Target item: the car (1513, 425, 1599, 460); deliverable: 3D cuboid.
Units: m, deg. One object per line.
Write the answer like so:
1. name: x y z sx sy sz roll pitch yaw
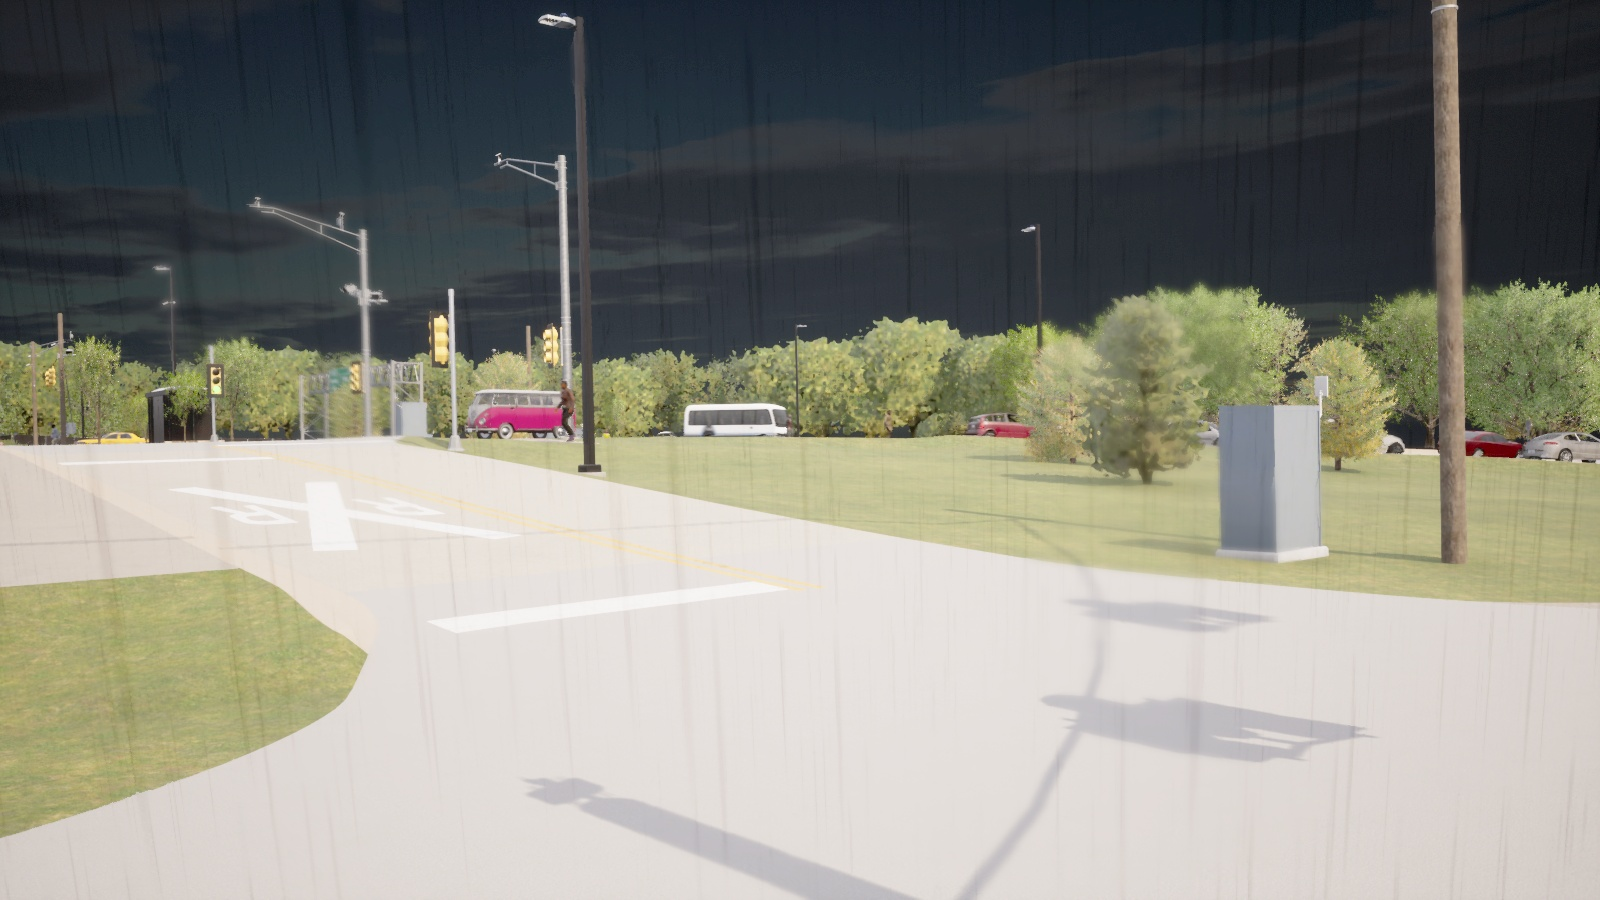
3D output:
1. car: 37.630 -0.357 61.044 5.027 1.651 2.152 0 0 -13

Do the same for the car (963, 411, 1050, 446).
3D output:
1. car: 9.928 -1.011 60.425 3.705 1.549 1.789 1 -2 -18

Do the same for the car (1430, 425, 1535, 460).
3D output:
1. car: 35.156 -0.379 64.718 5.008 1.535 1.882 1 7 -22

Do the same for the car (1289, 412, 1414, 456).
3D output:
1. car: 24.960 -0.737 56.901 4.611 1.667 2.242 3 2 -9

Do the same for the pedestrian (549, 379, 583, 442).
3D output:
1. pedestrian: -6.767 -1.142 36.350 0.869 1.805 0.328 -2 1 -40

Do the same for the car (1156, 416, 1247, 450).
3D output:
1. car: 20.247 -0.881 63.343 3.988 1.617 1.851 1 2 34

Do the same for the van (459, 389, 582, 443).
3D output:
1. van: -10.939 -1.311 49.342 1.775 1.987 4.442 -1 0 44
